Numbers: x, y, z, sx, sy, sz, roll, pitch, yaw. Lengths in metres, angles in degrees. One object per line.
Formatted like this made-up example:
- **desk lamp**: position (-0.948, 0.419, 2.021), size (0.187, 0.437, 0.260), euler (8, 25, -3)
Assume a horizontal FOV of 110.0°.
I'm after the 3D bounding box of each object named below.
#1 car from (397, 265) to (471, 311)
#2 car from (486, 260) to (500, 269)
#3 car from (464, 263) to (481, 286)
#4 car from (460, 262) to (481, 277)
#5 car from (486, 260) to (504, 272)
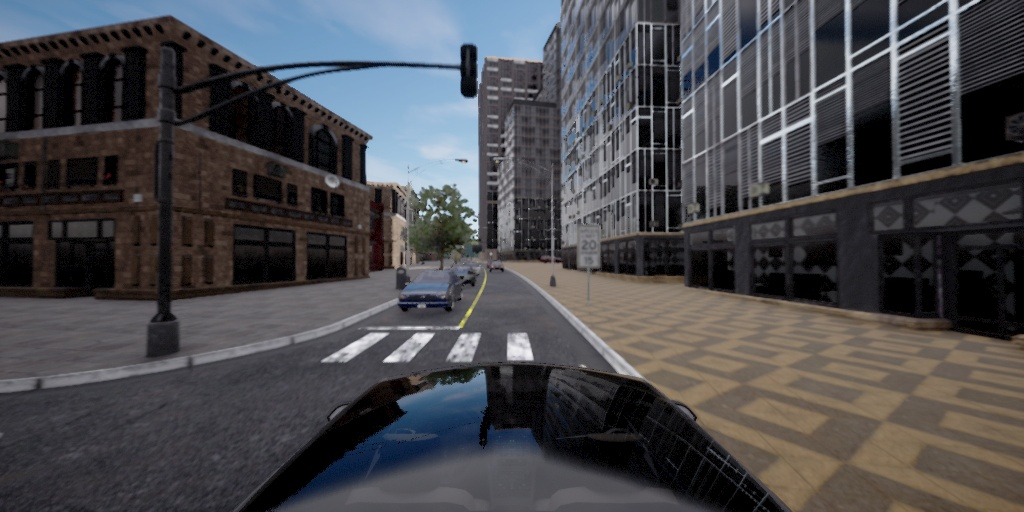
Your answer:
- **car**: position (-3.060, 1.285, 14.600), size (2.033, 1.411, 5.357), euler (0, 0, -1)
- **car**: position (-2.995, 1.290, 55.698), size (1.895, 1.301, 4.718), euler (0, 0, -7)
- **car**: position (-3.430, 1.290, 24.630), size (1.994, 1.385, 4.181), euler (0, 0, -1)
- **car**: position (-4.077, 1.314, 35.728), size (1.895, 1.301, 4.718), euler (0, 0, -4)
- **car**: position (-1.961, 1.250, 45.277), size (2.033, 1.411, 5.357), euler (0, 0, -5)
